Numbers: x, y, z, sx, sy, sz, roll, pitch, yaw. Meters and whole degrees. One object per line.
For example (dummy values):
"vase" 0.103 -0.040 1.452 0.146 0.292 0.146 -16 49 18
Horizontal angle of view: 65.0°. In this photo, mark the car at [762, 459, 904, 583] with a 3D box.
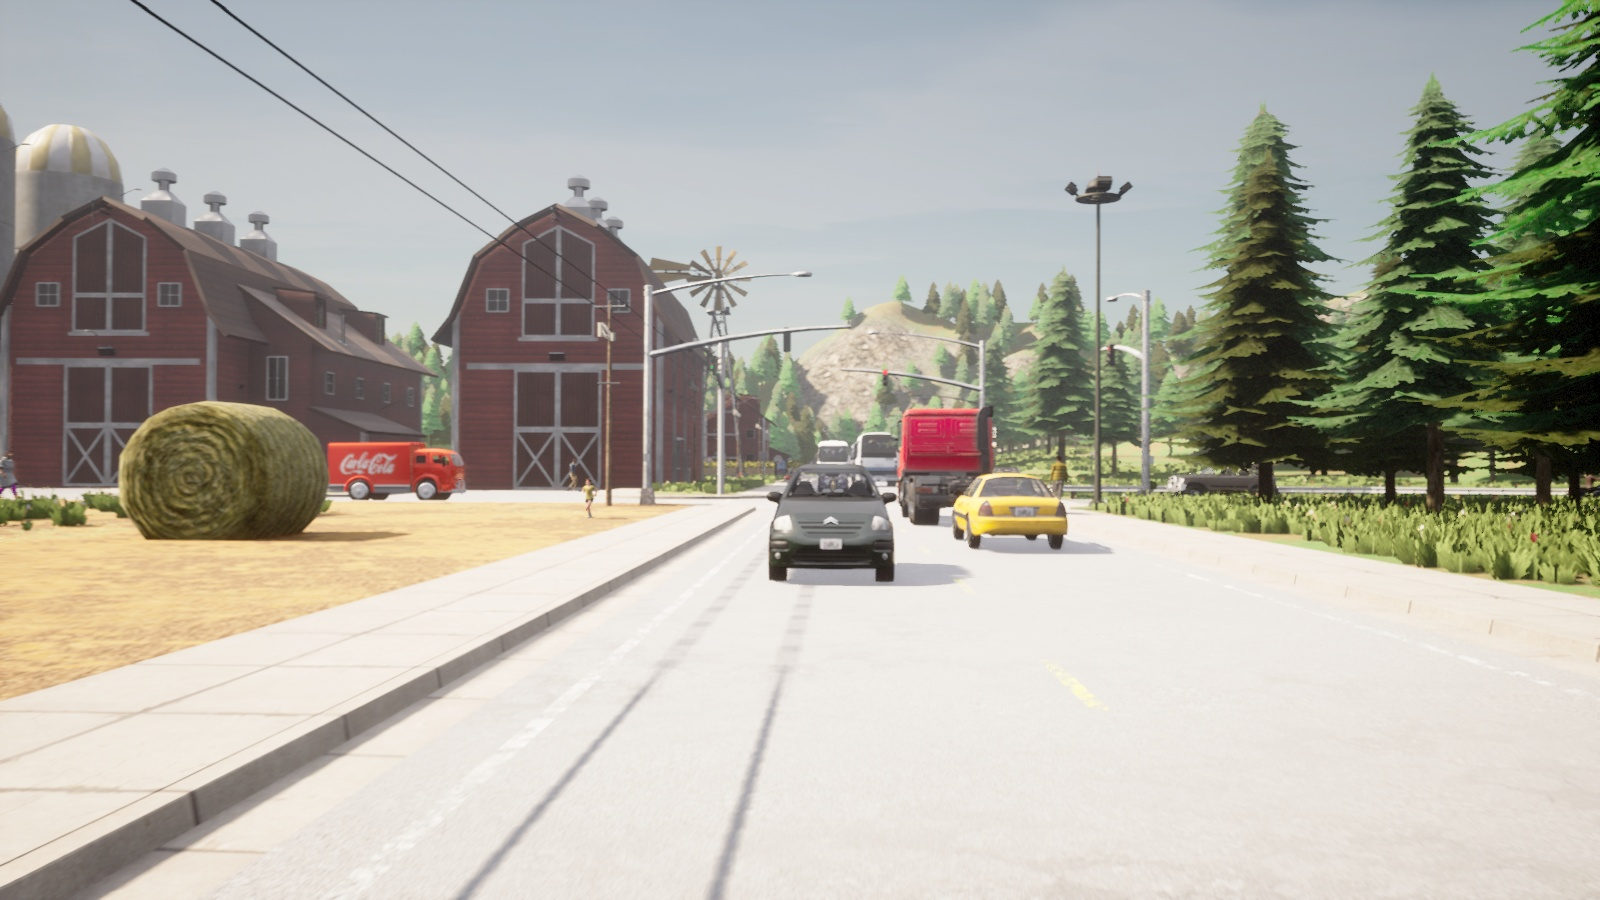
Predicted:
"car" 0.483 0.952 18.327 1.851 1.617 3.988 0 -1 2

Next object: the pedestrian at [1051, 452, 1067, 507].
"pedestrian" 8.742 0.998 42.437 0.431 1.840 0.709 0 -1 5

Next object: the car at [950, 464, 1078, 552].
"car" 4.177 1.073 25.307 1.801 1.575 5.366 0 -1 1

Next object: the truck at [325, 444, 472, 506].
"truck" -16.514 1.039 51.920 5.204 2.467 2.627 0 -1 1

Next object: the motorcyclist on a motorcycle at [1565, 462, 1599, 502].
"motorcyclist on a motorcycle" 32.766 1.302 51.451 2.350 1.649 0.766 0 -1 1

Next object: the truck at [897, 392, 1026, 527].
"truck" 4.477 0.296 36.416 2.891 3.462 7.936 0 -1 2

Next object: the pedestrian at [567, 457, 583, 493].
"pedestrian" -12.168 1.368 67.907 0.788 1.949 0.423 0 -1 15

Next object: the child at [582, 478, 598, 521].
"child" -5.476 1.281 32.826 0.255 1.110 0.394 0 -1 19

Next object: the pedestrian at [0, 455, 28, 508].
"pedestrian" -29.291 1.162 46.626 0.873 1.952 0.659 0 -1 15

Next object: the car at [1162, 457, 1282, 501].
"car" 18.466 1.269 55.092 4.605 1.855 1.932 1 -1 1
